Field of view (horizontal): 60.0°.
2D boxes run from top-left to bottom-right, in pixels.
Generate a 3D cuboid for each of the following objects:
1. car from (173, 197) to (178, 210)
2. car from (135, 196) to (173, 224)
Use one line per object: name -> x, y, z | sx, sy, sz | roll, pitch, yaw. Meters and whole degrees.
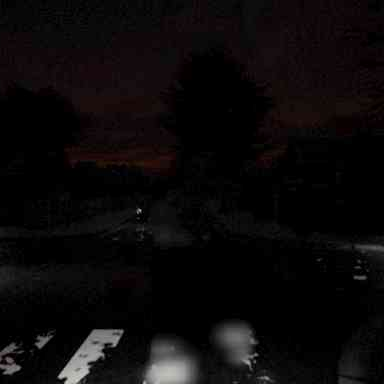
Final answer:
car -> -2.717, 1.293, 40.735 | 1.882, 1.535, 5.008 | 0, 1, 0
car -> -2.732, 1.244, 23.952 | 2.097, 1.767, 4.553 | 0, 0, 0
